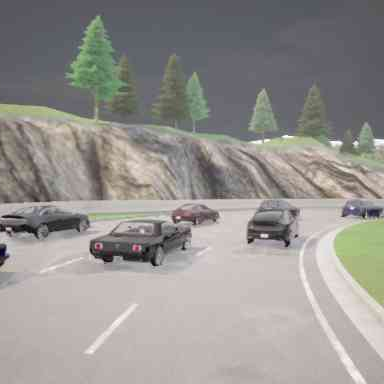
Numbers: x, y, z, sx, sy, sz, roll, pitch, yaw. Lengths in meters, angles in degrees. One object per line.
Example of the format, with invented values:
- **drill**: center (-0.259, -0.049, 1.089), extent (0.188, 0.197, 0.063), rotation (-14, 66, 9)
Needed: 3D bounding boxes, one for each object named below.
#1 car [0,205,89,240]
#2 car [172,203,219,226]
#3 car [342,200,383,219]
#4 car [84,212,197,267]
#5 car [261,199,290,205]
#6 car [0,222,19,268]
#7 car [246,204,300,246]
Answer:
- **car**: center (-7.178, 1.424, 16.800), extent (2.128, 1.511, 4.902), rotation (0, 0, 20)
- **car**: center (0.270, 1.526, 23.727), extent (1.812, 1.442, 4.674), rotation (0, 0, 30)
- **car**: center (15.897, 1.497, 30.966), extent (4.553, 1.767, 2.097), rotation (1, 0, -40)
- **car**: center (-1.456, 1.587, 11.507), extent (1.895, 1.301, 4.718), rotation (1, 0, 16)
- **car**: center (7.123, 1.416, 27.259), extent (2.097, 1.767, 4.553), rotation (1, 0, 39)
- **car**: center (-6.085, 1.544, 6.830), extent (1.895, 1.301, 4.718), rotation (1, 0, 9)
- **car**: center (3.910, 1.540, 15.756), extent (1.837, 1.490, 4.892), rotation (0, 0, 23)
